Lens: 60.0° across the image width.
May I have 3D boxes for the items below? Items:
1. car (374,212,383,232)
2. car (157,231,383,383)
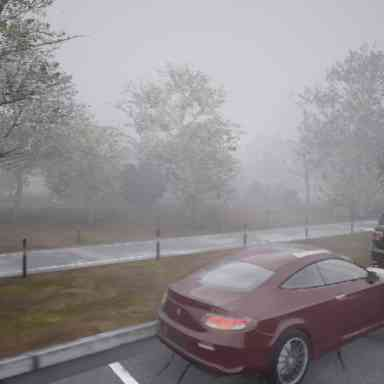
[{"bbox_3d":[7.177,1.285,9.177,5.566,2.045,2.435,0,0,-35],"label":"car"},{"bbox_3d":[1.685,1.552,5.259,4.674,1.452,2.002,0,0,-35],"label":"car"}]
